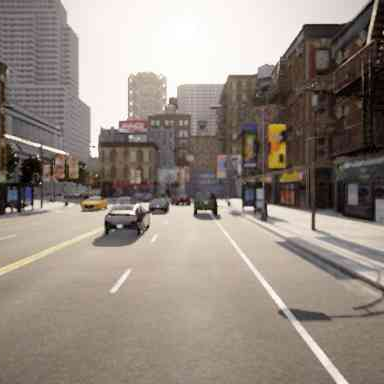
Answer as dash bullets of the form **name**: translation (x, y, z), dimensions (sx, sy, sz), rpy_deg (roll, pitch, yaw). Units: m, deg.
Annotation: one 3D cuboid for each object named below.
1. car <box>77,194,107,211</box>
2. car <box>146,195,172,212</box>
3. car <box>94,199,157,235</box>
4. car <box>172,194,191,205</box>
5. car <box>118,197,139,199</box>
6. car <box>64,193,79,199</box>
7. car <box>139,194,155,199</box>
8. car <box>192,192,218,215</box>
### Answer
- **car**: translation (-10.724, 1.253, 36.756), dimensions (1.882, 1.535, 5.008), rpy_deg (0, 0, -2)
- **car**: translation (-3.439, 1.350, 35.010), dimensions (1.994, 1.385, 4.181), rpy_deg (0, 0, -1)
- **car**: translation (-3.400, 1.381, 18.065), dimensions (2.128, 1.511, 4.902), rpy_deg (0, 0, 0)
- **car**: translation (-1.800, 1.044, 50.444), dimensions (2.097, 1.767, 4.553), rpy_deg (0, 0, -19)
- **car**: translation (-7.236, 1.286, 35.688), dimensions (1.837, 1.490, 4.892), rpy_deg (0, 0, -2)
- **car**: translation (-29.256, 1.021, 81.734), dimensions (4.674, 1.452, 2.002), rpy_deg (0, 0, 20)
- **car**: translation (-8.917, 1.159, 63.847), dimensions (2.033, 1.411, 5.357), rpy_deg (0, 0, -39)
- **car**: translation (1.225, 1.030, 31.227), dimensions (2.150, 2.045, 5.566), rpy_deg (0, 0, 0)
